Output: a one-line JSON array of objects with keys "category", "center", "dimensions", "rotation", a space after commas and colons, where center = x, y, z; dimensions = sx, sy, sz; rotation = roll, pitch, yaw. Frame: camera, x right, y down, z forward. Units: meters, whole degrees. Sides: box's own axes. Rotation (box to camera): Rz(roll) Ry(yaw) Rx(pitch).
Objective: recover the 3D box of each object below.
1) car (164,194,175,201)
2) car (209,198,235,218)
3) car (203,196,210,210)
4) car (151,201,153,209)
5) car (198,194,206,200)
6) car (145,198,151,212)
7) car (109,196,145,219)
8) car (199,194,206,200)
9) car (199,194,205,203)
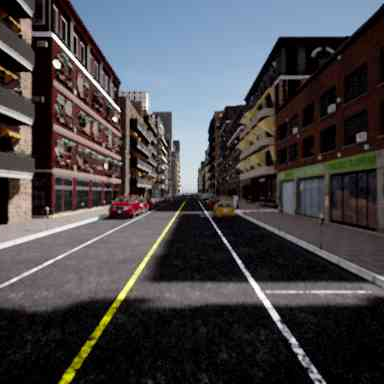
[{"category": "car", "center": [-5.698, 1.336, 79.380], "dimensions": [2.008, 1.369, 4.403], "rotation": [0, 0, 0]}, {"category": "car", "center": [2.688, 1.450, 28.822], "dimensions": [1.752, 1.417, 4.829], "rotation": [0, 0, 0]}, {"category": "car", "center": [2.686, 1.439, 39.924], "dimensions": [1.887, 1.381, 4.507], "rotation": [0, 0, 0]}, {"category": "car", "center": [-5.694, 1.439, 39.928], "dimensions": [1.887, 1.381, 4.507], "rotation": [0, 0, 0]}, {"category": "car", "center": [2.681, 1.318, 90.650], "dimensions": [1.947, 1.339, 4.313], "rotation": [0, 0, 0]}, {"category": "car", "center": [-5.693, 1.350, 34.290], "dimensions": [1.967, 1.590, 4.097], "rotation": [0, 0, 0]}, {"category": "car", "center": [-5.692, 1.240, 28.654], "dimensions": [2.192, 1.841, 5.009], "rotation": [0, 0, 0]}, {"category": "car", "center": [2.683, 1.294, 85.183], "dimensions": [1.752, 1.417, 4.829], "rotation": [0, 0, 0]}, {"category": "car", "center": [2.684, 1.383, 62.469], "dimensions": [2.008, 1.369, 4.403], "rotation": [0, 0, 0]}]
